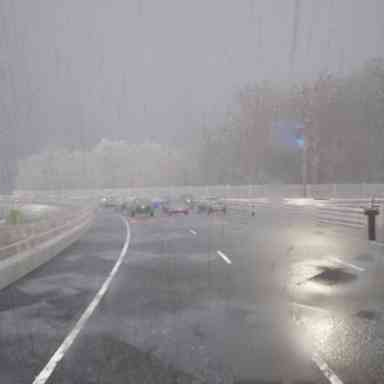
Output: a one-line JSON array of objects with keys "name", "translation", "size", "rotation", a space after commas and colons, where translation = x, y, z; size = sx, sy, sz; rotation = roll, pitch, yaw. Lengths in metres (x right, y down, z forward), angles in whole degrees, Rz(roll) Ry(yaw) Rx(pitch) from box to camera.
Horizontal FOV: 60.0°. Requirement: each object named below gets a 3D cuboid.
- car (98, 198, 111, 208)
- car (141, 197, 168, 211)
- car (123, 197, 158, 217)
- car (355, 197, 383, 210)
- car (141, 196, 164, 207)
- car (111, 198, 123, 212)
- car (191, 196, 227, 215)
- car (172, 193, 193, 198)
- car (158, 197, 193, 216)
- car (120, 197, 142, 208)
[{"name": "car", "translation": [-12.441, 1.605, 49.261], "size": [1.994, 1.385, 4.181], "rotation": [0, 0, -30]}, {"name": "car", "translation": [-4.679, 1.472, 40.944], "size": [1.882, 1.535, 5.008], "rotation": [0, 0, -24]}, {"name": "car", "translation": [-4.954, 1.357, 31.468], "size": [2.097, 1.767, 4.553], "rotation": [0, 0, -17]}, {"name": "car", "translation": [22.159, 1.315, 39.624], "size": [4.892, 1.490, 1.837], "rotation": [0, 0, 8]}, {"name": "car", "translation": [-6.337, 1.472, 52.673], "size": [1.882, 1.535, 5.008], "rotation": [0, 0, -30]}, {"name": "car", "translation": [-7.925, 1.523, 39.638], "size": [1.837, 1.490, 4.892], "rotation": [0, 0, -24]}, {"name": "car", "translation": [1.868, 1.447, 33.125], "size": [2.128, 1.511, 4.902], "rotation": [0, 0, -17]}, {"name": "car", "translation": [-1.485, 1.192, 42.380], "size": [2.150, 2.045, 5.566], "rotation": [0, 0, -24]}, {"name": "car", "translation": [-1.743, 1.545, 32.962], "size": [1.994, 1.385, 4.181], "rotation": [0, 0, -17]}, {"name": "car", "translation": [-9.369, 1.543, 50.931], "size": [1.812, 1.442, 4.674], "rotation": [0, 0, -30]}]
